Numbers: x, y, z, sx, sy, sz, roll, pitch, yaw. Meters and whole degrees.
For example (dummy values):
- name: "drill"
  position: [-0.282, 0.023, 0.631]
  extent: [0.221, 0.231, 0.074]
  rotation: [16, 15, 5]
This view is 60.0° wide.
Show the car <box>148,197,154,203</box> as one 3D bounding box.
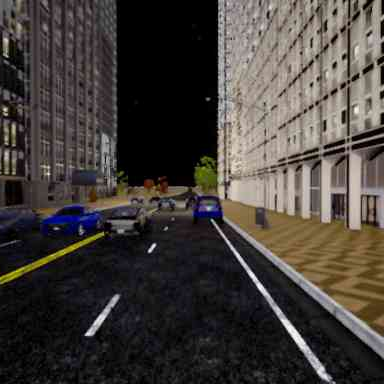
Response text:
- name: "car"
  position: [-6.503, 1.608, 59.213]
  extent: [1.812, 1.442, 4.674]
  rotation: [0, 0, 1]

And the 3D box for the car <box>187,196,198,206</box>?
- name: "car"
  position: [0.044, 1.560, 58.884]
  extent: [1.882, 1.535, 5.008]
  rotation: [0, 0, 0]

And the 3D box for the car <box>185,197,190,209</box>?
- name: "car"
  position: [0.056, 1.574, 45.952]
  extent: [1.837, 1.490, 4.892]
  rotation: [0, 0, 1]

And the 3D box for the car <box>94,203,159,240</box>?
- name: "car"
  position: [-3.138, 1.522, 17.113]
  extent: [2.128, 1.511, 4.902]
  rotation: [0, 0, 0]

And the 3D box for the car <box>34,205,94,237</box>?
- name: "car"
  position: [-6.584, 1.510, 18.641]
  extent: [1.882, 1.535, 5.008]
  rotation: [0, 0, 0]

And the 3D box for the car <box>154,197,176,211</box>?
- name: "car"
  position: [-3.119, 1.556, 41.235]
  extent: [2.128, 1.511, 4.902]
  rotation: [0, 0, 0]

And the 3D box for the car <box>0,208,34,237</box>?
- name: "car"
  position: [-9.837, 1.580, 18.373]
  extent: [2.033, 1.411, 5.357]
  rotation: [0, 0, 0]

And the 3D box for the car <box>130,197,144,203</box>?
- name: "car"
  position: [-9.750, 1.575, 59.193]
  extent: [2.128, 1.511, 4.902]
  rotation: [0, 0, 1]

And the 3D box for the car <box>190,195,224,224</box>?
- name: "car"
  position: [1.157, 1.267, 25.371]
  extent: [2.150, 2.045, 5.566]
  rotation: [0, 0, 0]
